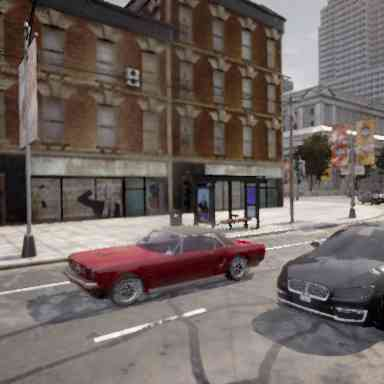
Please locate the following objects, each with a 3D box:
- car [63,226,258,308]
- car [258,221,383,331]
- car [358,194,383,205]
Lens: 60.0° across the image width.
[{"bbox_3d":[-0.489,1.541,7.942,4.718,1.301,1.895,-1,1,-36],"label":"car"},{"bbox_3d":[3.772,1.405,6.710,4.892,1.490,1.837,-1,1,-36],"label":"car"},{"bbox_3d":[23.658,0.958,43.150,2.033,1.411,5.357,-1,0,-2],"label":"car"}]
